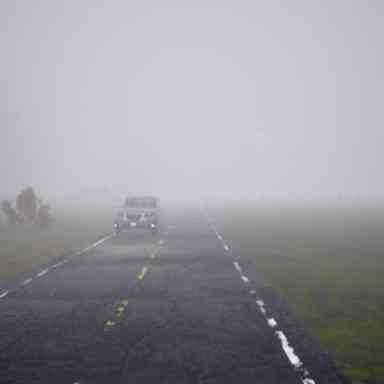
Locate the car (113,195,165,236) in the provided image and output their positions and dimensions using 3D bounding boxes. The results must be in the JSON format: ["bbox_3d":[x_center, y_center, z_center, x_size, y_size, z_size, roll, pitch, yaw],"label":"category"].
[{"bbox_3d":[-2.798,1.212,18.767,2.150,2.045,5.566,0,0,0],"label":"car"}]
